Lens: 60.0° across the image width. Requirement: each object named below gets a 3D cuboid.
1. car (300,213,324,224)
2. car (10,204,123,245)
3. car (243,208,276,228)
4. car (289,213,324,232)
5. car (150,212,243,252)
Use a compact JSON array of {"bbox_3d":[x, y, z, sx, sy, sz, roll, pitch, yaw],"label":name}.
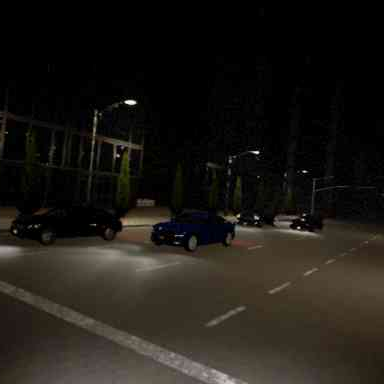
[{"bbox_3d":[16.202,3.549,44.708,1.895,1.301,4.718,4,-1,34],"label":"car"},{"bbox_3d":[-4.936,1.253,13.765,1.812,1.442,4.674,4,0,36],"label":"car"},{"bbox_3d":[5.760,2.170,29.479,2.097,1.767,4.553,4,-1,35],"label":"car"},{"bbox_3d":[10.589,2.790,30.397,2.033,1.411,5.357,4,-1,34],"label":"car"},{"bbox_3d":[0.212,1.662,15.139,1.882,1.535,5.008,4,-1,34],"label":"car"}]
